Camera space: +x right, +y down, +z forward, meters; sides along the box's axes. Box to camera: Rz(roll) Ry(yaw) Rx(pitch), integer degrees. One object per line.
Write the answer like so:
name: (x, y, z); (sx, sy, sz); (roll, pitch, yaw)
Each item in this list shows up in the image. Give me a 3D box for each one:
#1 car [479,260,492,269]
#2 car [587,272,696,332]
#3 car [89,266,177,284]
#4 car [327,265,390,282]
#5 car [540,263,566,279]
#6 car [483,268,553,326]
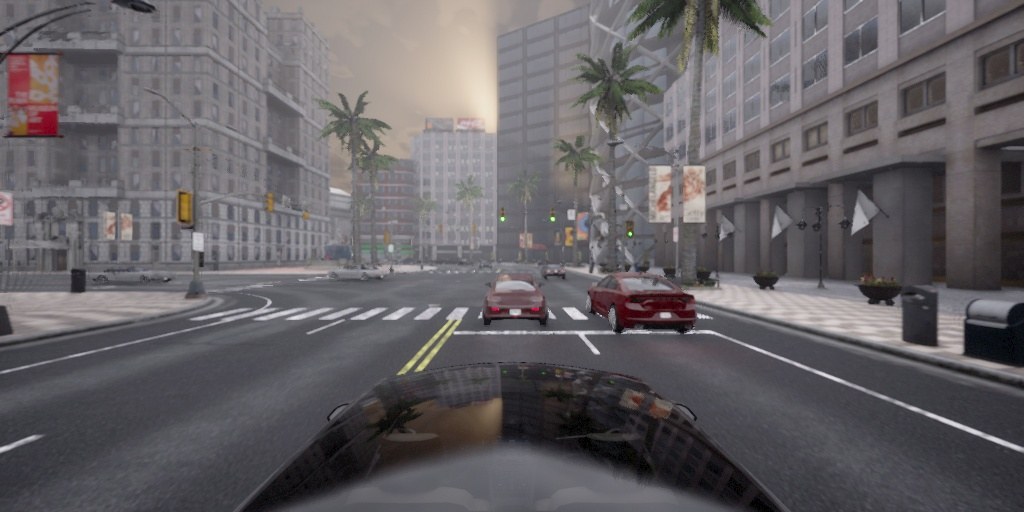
car: (-4.035, 1.321, 54.736); (1.994, 1.385, 4.181); (0, 0, -5)
car: (3.592, 1.229, 10.850); (1.882, 1.535, 5.008); (0, 0, 0)
car: (-27.540, 1.355, 26.217); (4.718, 1.301, 1.895); (0, 0, 0)
car: (-12.577, 1.355, 29.279); (4.718, 1.301, 1.895); (0, 0, 14)
car: (3.597, 1.302, 31.936); (2.033, 1.411, 5.357); (0, 0, 0)
car: (0.094, 1.277, 11.571); (1.812, 1.442, 4.674); (0, 0, 0)
